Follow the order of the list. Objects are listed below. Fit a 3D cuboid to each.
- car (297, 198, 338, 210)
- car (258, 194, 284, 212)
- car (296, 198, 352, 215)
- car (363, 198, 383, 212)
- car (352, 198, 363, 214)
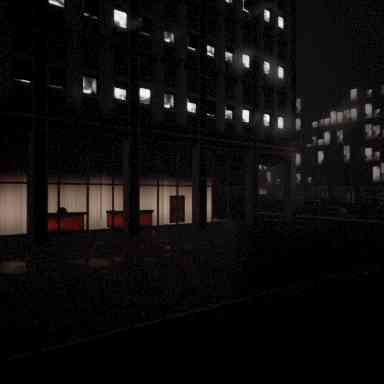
[{"bbox_3d":[15.459,1.438,41.170,2.008,1.369,4.403,1,0,-36],"label":"car"},{"bbox_3d":[8.560,1.171,36.074,2.192,1.841,5.009,1,0,-36],"label":"car"},{"bbox_3d":[12.008,1.415,31.351,1.752,1.417,4.829,1,0,-36],"label":"car"},{"bbox_3d":[18.858,1.360,36.620,1.967,1.590,4.097,1,0,-36],"label":"car"},{"bbox_3d":[13.928,1.375,33.323,1.882,1.535,5.008,0,0,-36],"label":"car"}]
